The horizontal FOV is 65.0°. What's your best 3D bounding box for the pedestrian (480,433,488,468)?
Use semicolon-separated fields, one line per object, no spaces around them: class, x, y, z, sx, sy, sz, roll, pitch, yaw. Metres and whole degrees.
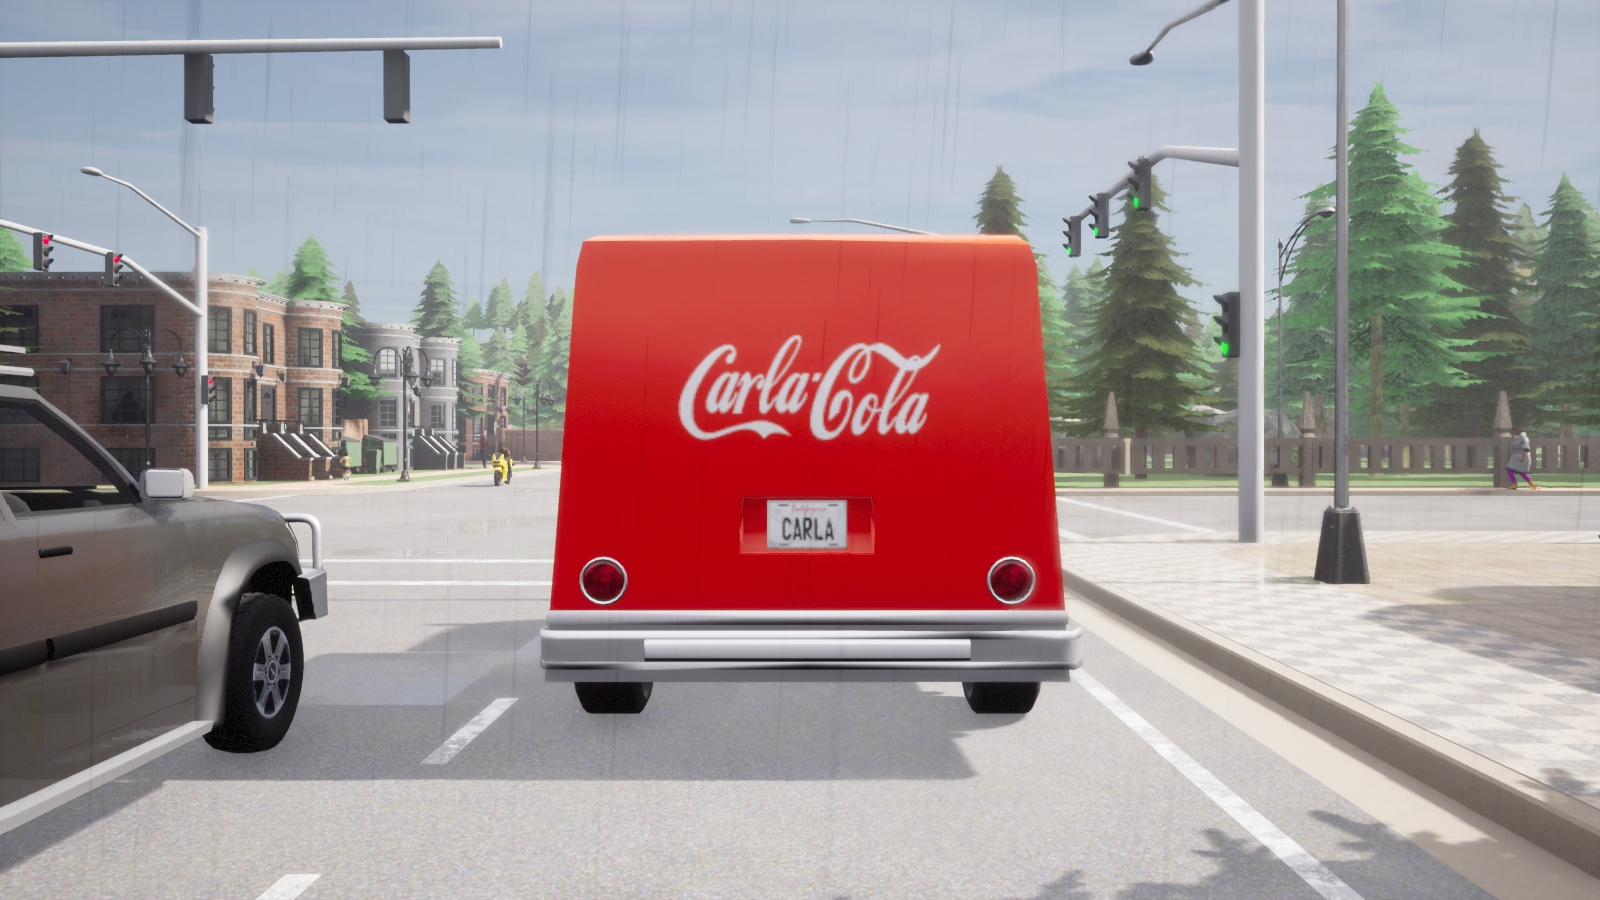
pedestrian;-16.408;0.024;65.232;0.331;1.846;0.636;0;0;-7

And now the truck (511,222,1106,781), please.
truck;0.046;0.214;8.158;2.627;2.467;5.204;0;0;0

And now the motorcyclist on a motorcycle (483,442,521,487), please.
motorcyclist on a motorcycle;-10.318;0.475;43.537;0.797;1.523;2.044;0;0;0

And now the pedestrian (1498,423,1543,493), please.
pedestrian;20.178;0.223;35.194;0.873;1.952;0.659;0;0;-1

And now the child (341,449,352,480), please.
child;-16.487;0.514;45.662;0.255;1.110;0.394;0;0;1

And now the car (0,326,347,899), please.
car;-3.469;0.534;4.594;1.932;1.855;4.605;0;0;0
